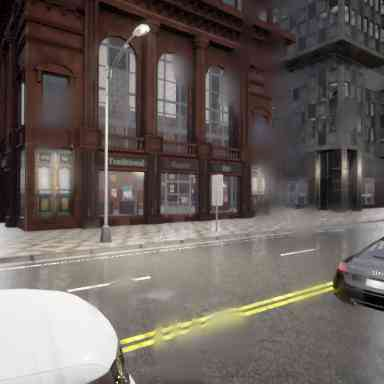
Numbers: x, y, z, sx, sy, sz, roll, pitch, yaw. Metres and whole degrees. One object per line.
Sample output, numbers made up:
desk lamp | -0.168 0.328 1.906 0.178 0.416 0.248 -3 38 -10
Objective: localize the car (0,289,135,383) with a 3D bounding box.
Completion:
car | -2.920 1.221 1.352 5.566 2.045 2.150 0 0 -36

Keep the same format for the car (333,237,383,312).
car | 4.817 1.561 6.893 4.181 1.385 1.994 0 0 -35
